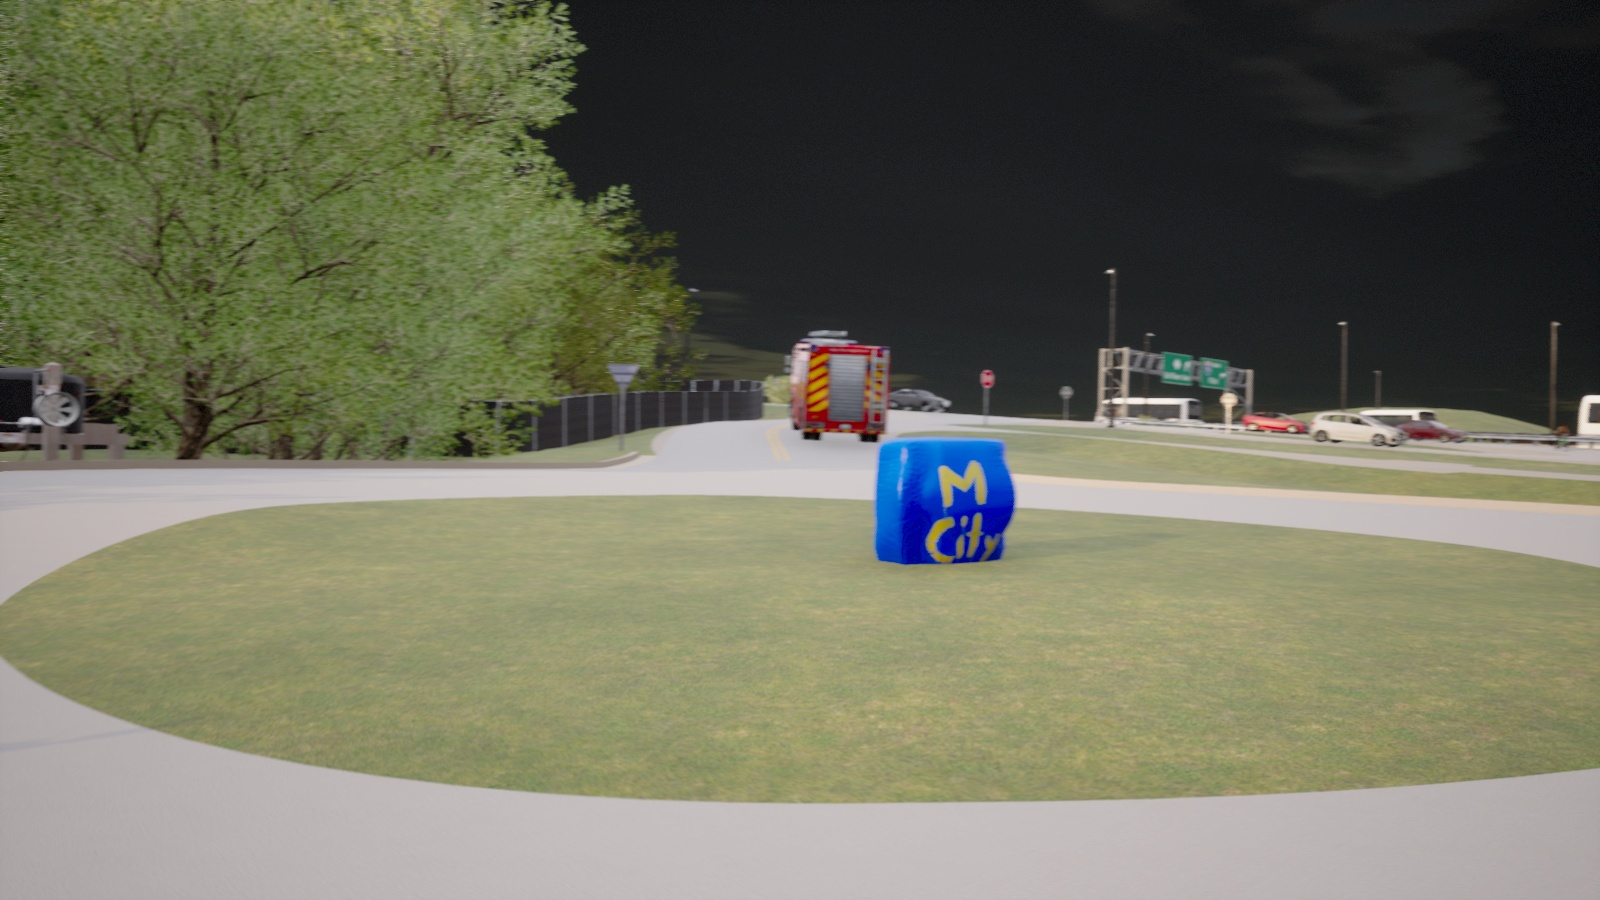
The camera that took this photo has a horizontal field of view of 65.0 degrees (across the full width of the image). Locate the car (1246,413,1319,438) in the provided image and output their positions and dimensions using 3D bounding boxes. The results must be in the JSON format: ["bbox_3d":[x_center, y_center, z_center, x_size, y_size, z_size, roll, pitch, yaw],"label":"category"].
[{"bbox_3d":[35.278,-1.798,91.872,4.514,1.525,2.007,5,2,35],"label":"car"}]

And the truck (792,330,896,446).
[{"bbox_3d":[1.460,-2.472,46.854,2.891,3.827,8.468,2,5,-4],"label":"truck"}]

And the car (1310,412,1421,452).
[{"bbox_3d":[29.357,-0.952,65.286,2.242,1.667,4.611,2,4,-45],"label":"car"}]

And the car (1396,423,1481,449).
[{"bbox_3d":[42.474,-0.953,83.638,1.812,1.442,4.674,1,3,-31],"label":"car"}]

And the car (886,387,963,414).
[{"bbox_3d":[8.447,-3.363,85.424,4.902,1.511,2.128,6,3,44],"label":"car"}]
